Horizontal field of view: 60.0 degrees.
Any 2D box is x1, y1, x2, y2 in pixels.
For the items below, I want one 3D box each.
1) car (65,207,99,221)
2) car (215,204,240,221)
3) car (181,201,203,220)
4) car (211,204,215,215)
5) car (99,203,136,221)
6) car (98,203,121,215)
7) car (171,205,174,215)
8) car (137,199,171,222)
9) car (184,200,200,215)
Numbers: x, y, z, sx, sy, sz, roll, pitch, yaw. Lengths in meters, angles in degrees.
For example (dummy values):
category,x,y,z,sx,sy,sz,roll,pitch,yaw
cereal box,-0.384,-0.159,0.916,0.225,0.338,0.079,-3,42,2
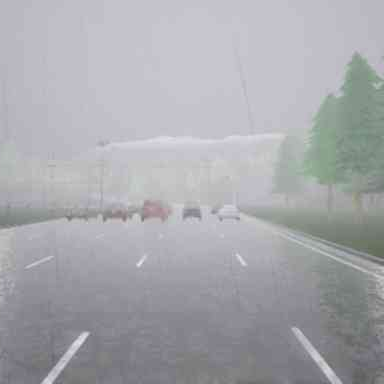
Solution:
category,x,y,z,sx,sy,sz,roll,pitch,yaw
car,-10.490,2.060,32.133,1.895,1.301,4.718,0,-1,0
car,3.512,1.987,32.306,1.812,1.442,4.674,0,-1,0
car,0.020,1.977,33.096,1.837,1.490,4.892,0,-1,0
car,3.511,2.179,43.109,1.994,1.385,4.181,0,-1,1
car,-6.993,1.806,31.768,2.097,1.767,4.553,0,-1,0
car,-10.482,2.173,42.680,1.994,1.385,4.181,0,-1,0
car,-3.486,2.178,43.018,1.994,1.385,4.181,0,-1,0
car,-3.492,1.674,31.679,2.150,2.045,5.566,0,-1,0
car,0.022,1.978,43.937,2.097,1.767,4.553,0,-1,0
